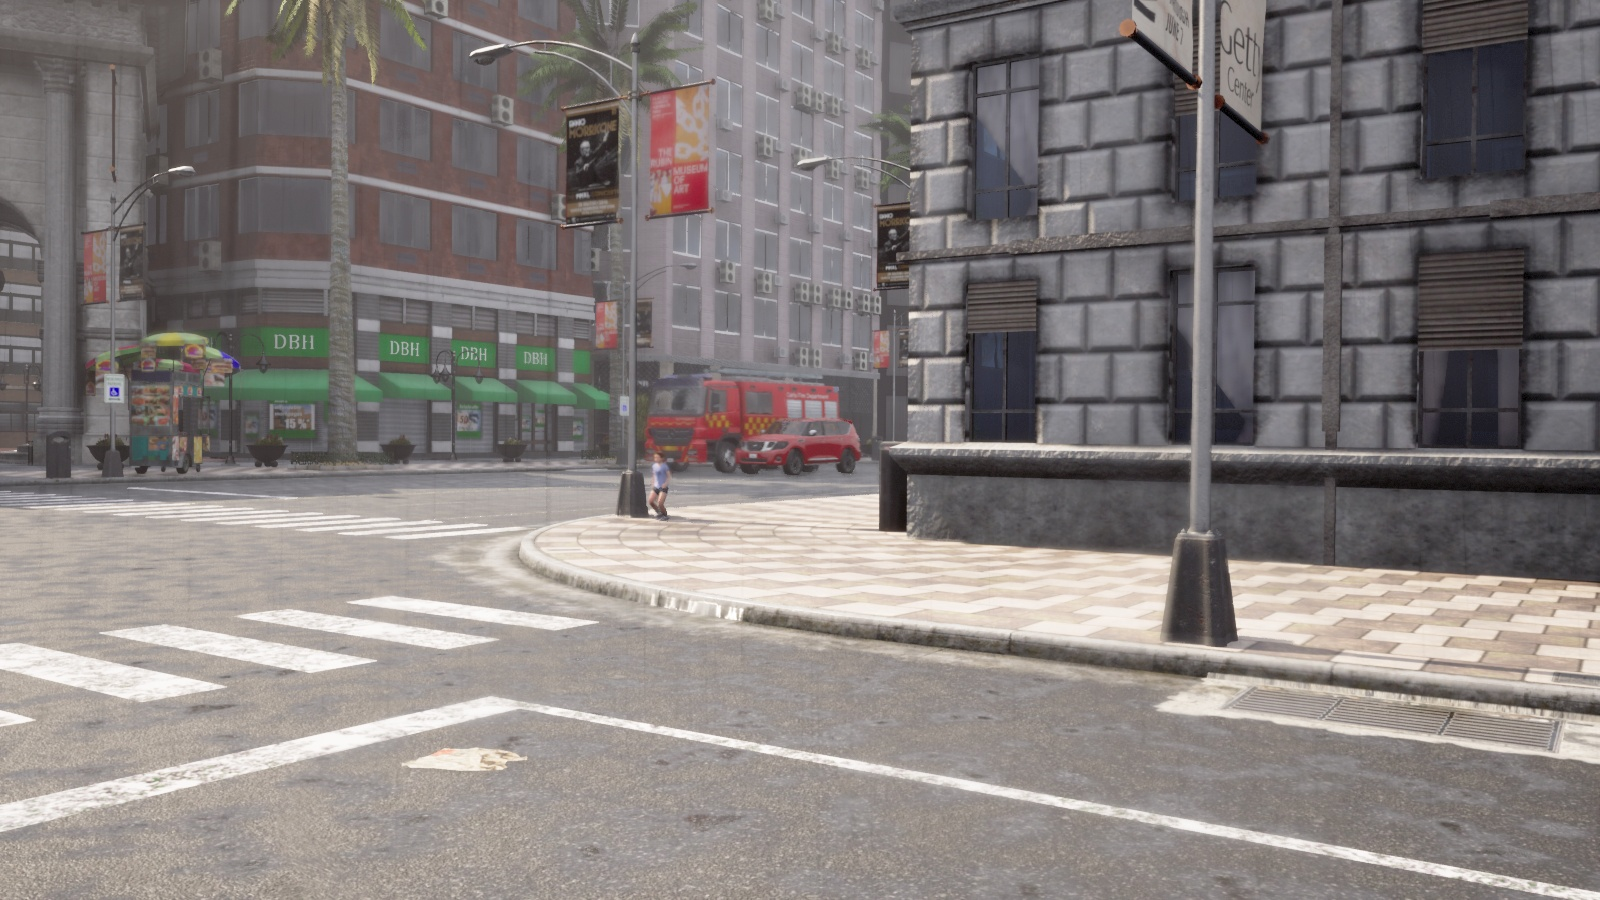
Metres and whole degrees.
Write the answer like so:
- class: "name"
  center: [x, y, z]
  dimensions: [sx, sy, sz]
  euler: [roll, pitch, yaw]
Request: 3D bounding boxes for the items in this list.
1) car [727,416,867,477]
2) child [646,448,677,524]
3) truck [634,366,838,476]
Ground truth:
- class: "car"
  center: [-0.003, -0.165, 45.041]
  dimensions: [2.150, 2.045, 5.566]
  euler: [0, 1, 36]
- class: "child"
  center: [-2.054, 0.532, 18.629]
  dimensions: [0.255, 1.110, 0.394]
  euler: [0, 1, 32]
- class: "truck"
  center: [-2.248, -1.067, 47.940]
  dimensions: [2.891, 3.827, 8.468]
  euler: [0, 1, 38]
